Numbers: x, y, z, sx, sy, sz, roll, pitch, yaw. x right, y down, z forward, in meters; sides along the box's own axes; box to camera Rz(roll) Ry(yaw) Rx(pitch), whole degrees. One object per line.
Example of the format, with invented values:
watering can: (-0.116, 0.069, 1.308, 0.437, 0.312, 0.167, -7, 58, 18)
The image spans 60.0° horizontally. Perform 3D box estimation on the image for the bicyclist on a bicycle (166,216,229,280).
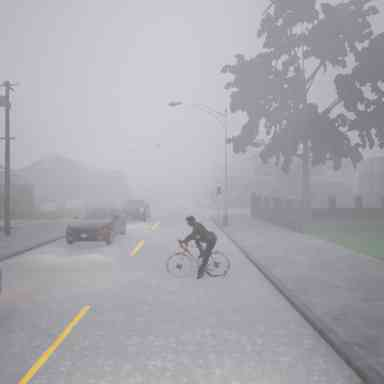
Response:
bicyclist on a bicycle: (0.142, 1.441, 8.653, 1.656, 1.620, 0.582, -2, 0, -1)

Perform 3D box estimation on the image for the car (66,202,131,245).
car: (-4.393, 1.477, 15.862, 1.882, 1.535, 5.008, 0, 0, -1)

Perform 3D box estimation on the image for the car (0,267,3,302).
car: (-4.158, 1.505, 3.823, 1.837, 1.490, 4.892, 0, 0, -1)

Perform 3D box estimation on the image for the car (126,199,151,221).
car: (-4.533, 1.351, 26.589, 2.097, 1.767, 4.553, 0, 0, -1)
